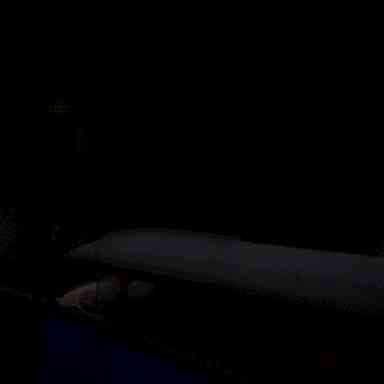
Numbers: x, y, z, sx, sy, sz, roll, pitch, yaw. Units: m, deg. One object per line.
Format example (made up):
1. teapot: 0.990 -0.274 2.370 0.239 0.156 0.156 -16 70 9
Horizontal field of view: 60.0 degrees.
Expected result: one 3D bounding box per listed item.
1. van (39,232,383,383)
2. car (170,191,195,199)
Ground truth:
1. van: 0.445 1.329 2.642 3.998 1.788 1.690 1 1 35
2. car: -1.543 0.415 55.903 1.895 1.301 4.718 1 1 36
